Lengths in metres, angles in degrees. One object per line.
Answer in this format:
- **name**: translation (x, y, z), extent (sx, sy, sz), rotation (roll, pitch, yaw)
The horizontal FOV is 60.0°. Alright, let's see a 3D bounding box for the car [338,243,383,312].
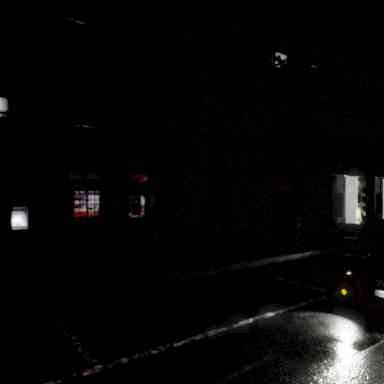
- **car**: translation (4.911, 1.598, 6.952), extent (4.181, 1.385, 1.994), rotation (0, 0, -37)

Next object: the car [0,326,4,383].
- **car**: translation (-3.322, 1.488, 0.980), extent (4.902, 1.511, 2.128), rotation (0, 0, -36)

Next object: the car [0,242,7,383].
- **car**: translation (-4.366, 1.441, 3.420), extent (4.097, 1.590, 1.967), rotation (0, 0, -36)
